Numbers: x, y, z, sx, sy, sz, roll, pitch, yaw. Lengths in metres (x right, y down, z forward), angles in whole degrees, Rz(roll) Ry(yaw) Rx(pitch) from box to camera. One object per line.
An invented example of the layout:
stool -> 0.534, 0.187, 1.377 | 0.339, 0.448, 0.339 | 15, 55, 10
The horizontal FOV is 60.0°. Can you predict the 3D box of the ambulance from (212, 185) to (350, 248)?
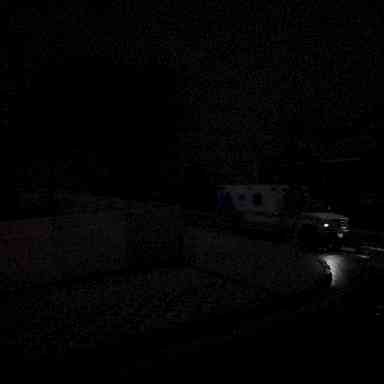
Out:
ambulance -> 3.806, 0.909, 15.218 | 2.351, 2.431, 6.366 | 1, 0, -36
